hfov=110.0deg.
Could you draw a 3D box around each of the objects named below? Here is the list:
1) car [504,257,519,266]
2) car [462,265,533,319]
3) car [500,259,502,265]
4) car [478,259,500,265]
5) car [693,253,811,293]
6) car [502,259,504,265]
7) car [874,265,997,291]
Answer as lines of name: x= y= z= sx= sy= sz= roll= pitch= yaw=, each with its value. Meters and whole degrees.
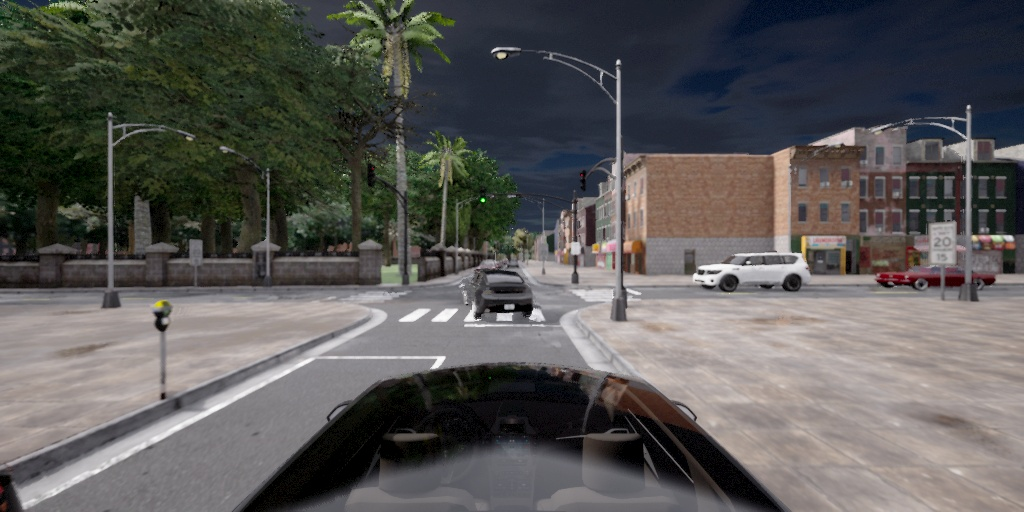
car: x=0.172 y=1.363 z=61.337 sx=1.994 sy=1.385 sz=4.181 roll=0 pitch=0 yaw=0
car: x=-0.635 y=1.242 z=12.923 sx=1.837 sy=1.490 sz=4.892 roll=1 pitch=0 yaw=-13
car: x=-2.519 y=1.193 z=42.955 sx=1.967 sy=1.591 sz=4.097 roll=0 pitch=0 yaw=0
car: x=-2.536 y=1.184 z=37.268 sx=1.967 sy=1.591 sz=4.097 roll=0 pitch=0 yaw=0
car: x=12.907 y=0.843 z=19.443 sx=5.566 sy=2.045 sz=2.150 roll=0 pitch=0 yaw=0
car: x=-2.486 y=1.361 z=54.333 sx=1.802 sy=1.307 sz=4.207 roll=0 pitch=0 yaw=0
car: x=22.728 y=1.161 z=19.428 sx=4.718 sy=1.301 sz=1.895 roll=0 pitch=0 yaw=0
